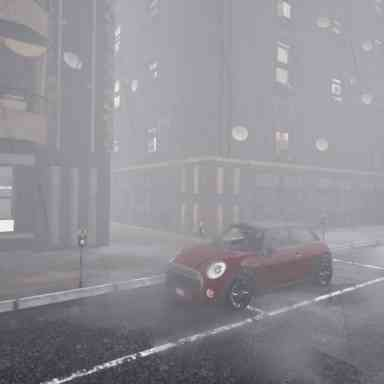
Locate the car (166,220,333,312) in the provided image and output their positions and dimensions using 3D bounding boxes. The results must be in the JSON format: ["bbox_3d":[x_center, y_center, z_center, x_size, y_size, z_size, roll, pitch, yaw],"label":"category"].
[{"bbox_3d":[1.390,1.442,7.697,4.097,1.590,1.967,0,1,-36],"label":"car"}]
